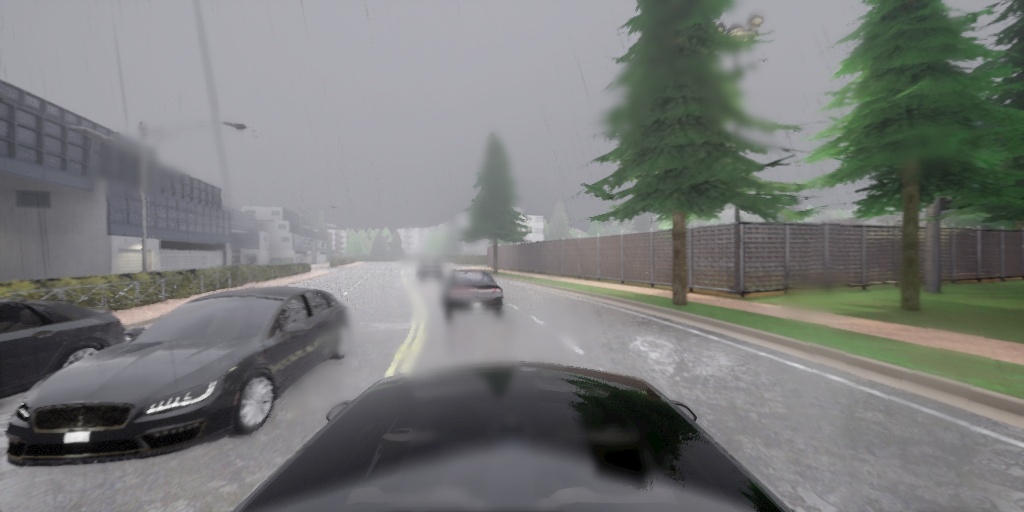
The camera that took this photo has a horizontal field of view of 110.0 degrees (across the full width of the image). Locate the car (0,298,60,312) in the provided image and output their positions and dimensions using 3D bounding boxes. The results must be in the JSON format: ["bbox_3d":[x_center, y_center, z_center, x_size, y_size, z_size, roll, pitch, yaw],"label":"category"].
[{"bbox_3d":[-7.312,1.313,4.008,1.837,1.490,4.892,0,0,-6],"label":"car"}]

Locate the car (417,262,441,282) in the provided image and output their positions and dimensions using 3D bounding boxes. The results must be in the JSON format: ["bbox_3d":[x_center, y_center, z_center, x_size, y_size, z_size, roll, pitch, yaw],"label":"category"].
[{"bbox_3d":[-6.584,1.233,29.097,2.128,1.511,4.902,-1,0,-18],"label":"car"}]

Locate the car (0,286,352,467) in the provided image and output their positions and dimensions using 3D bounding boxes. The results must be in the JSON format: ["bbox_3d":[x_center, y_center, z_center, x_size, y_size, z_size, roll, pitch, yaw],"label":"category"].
[{"bbox_3d":[-3.966,1.280,5.447,1.837,1.490,4.892,0,0,-7],"label":"car"}]

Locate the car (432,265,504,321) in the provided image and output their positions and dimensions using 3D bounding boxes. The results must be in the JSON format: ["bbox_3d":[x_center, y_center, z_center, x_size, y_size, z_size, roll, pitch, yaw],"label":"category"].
[{"bbox_3d":[-1.561,1.229,12.655,2.128,1.511,4.902,0,0,-14],"label":"car"}]
